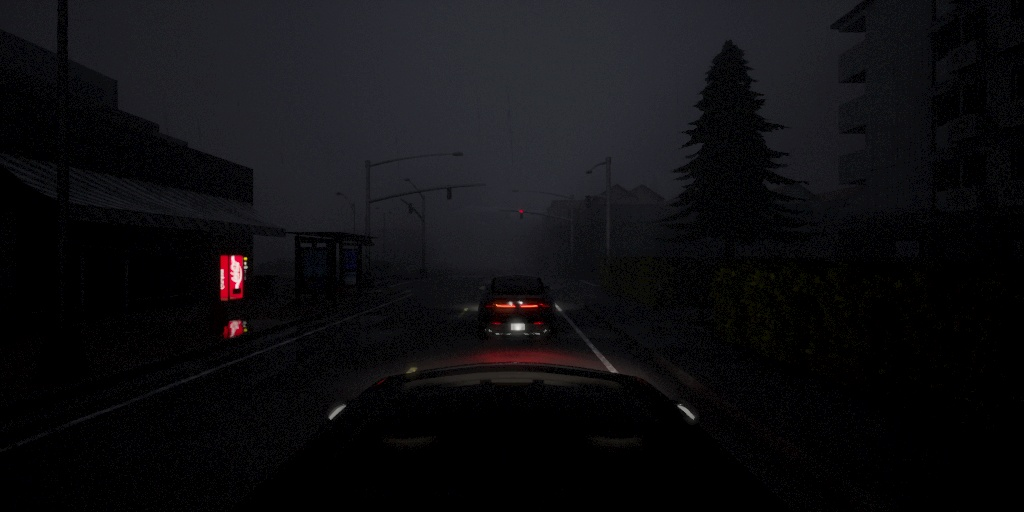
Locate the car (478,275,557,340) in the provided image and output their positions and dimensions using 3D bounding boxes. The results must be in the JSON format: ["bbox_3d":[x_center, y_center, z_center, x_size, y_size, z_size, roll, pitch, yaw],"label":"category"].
[{"bbox_3d":[0.119,1.255,10.016,1.837,1.490,4.892,0,0,0],"label":"car"}]
